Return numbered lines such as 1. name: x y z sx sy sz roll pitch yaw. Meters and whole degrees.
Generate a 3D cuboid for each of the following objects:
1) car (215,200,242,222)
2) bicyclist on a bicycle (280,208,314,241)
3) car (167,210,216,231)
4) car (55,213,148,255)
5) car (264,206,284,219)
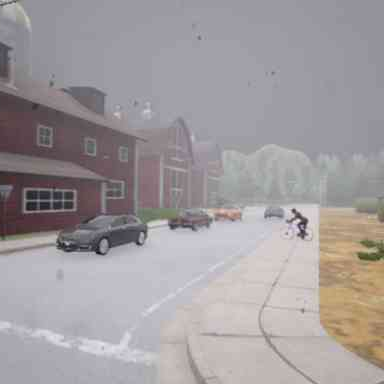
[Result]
1. car: 3.626 1.983 33.426 2.097 1.767 4.553 0 -1 21
2. bicyclist on a bicycle: 5.295 1.655 16.781 1.656 1.620 0.582 0 -1 21
3. car: -0.038 2.010 23.822 1.895 1.301 4.718 0 -1 21
4. car: -3.647 1.694 14.329 1.837 1.490 4.892 0 -1 21
5. car: 9.639 2.359 38.909 2.033 1.411 5.357 0 -1 21
